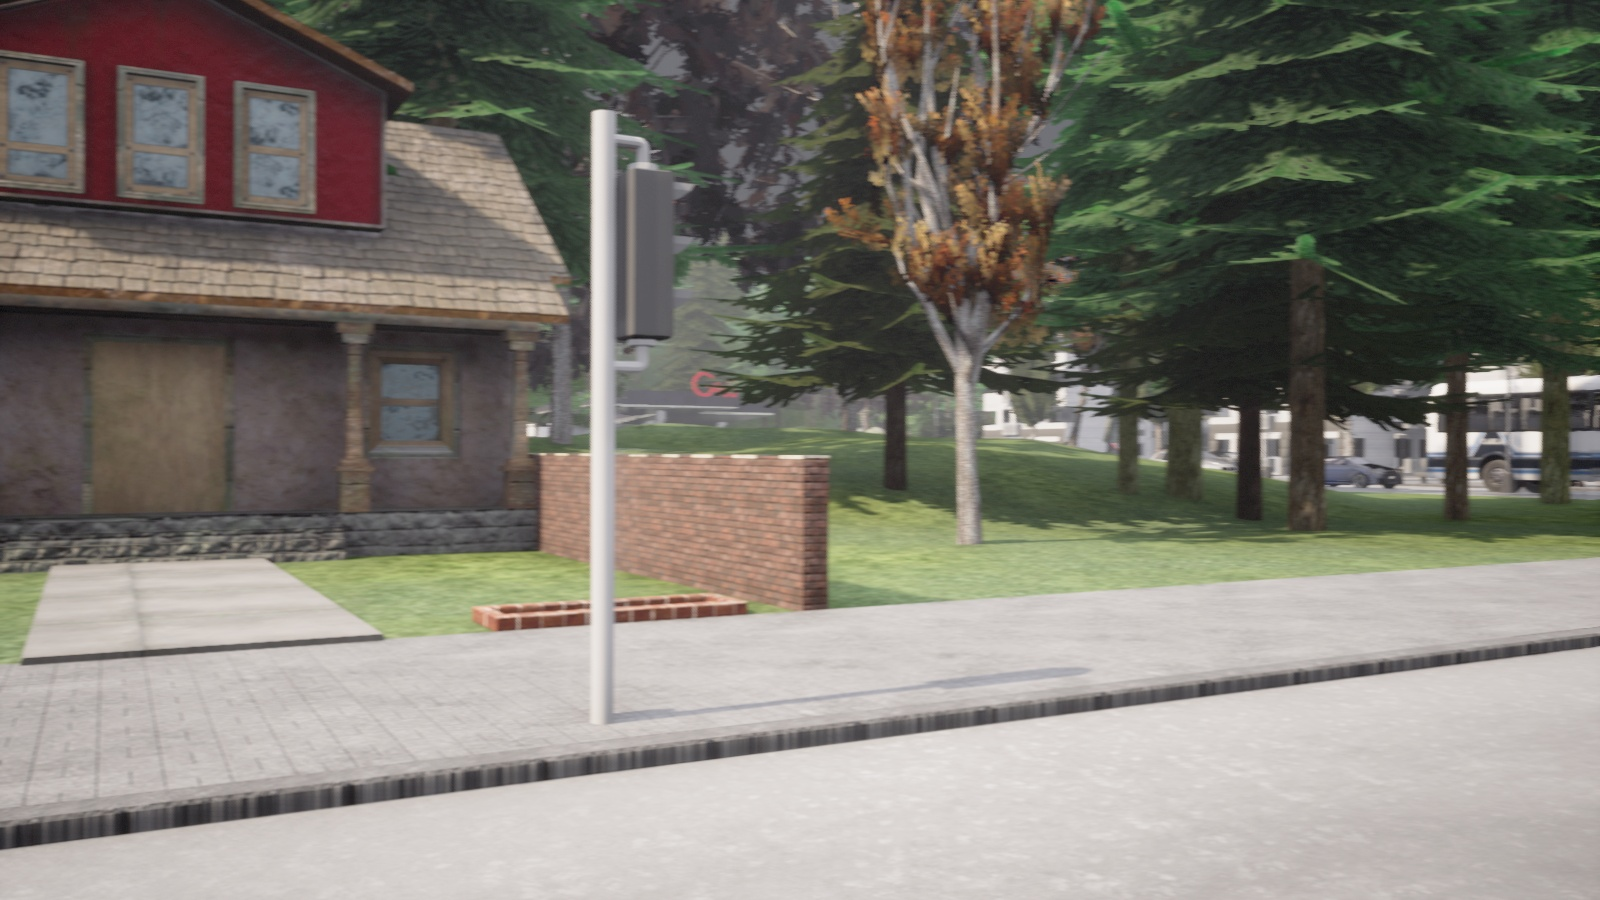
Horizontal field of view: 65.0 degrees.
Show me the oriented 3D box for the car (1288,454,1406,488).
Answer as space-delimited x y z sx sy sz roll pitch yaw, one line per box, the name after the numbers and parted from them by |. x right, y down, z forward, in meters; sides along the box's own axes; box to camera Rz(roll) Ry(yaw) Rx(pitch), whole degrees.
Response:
23.045 0.845 53.044 1.994 1.385 4.181 0 0 -29 | car

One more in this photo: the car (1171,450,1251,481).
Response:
21.144 0.777 64.775 1.789 1.549 3.705 0 0 -29 | car

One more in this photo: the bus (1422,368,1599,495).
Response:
27.911 -0.614 44.365 3.944 4.253 10.273 0 0 -27 | bus

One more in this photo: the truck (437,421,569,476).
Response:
-19.493 -0.103 82.609 7.936 3.462 2.891 0 0 -29 | truck

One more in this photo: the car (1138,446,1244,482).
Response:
18.838 0.641 60.676 2.242 1.667 4.611 0 0 -29 | car
